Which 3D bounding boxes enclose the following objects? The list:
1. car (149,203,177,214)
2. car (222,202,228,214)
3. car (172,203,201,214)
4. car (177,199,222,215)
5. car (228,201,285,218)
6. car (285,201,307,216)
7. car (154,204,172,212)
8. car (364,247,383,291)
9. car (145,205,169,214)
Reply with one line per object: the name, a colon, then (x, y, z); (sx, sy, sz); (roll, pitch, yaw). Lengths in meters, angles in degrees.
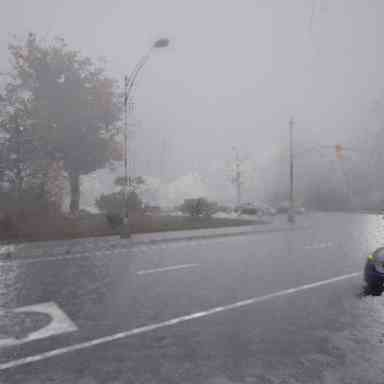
car: (-4.604, 2.406, 49.353); (2.097, 1.767, 4.553); (0, -3, -32)
car: (4.324, 1.991, 41.764); (2.128, 1.511, 4.902); (0, -3, -32)
car: (-0.951, 2.483, 50.123); (2.128, 1.511, 4.902); (0, -3, -32)
car: (0.849, 1.761, 40.709); (2.150, 2.045, 5.566); (0, -3, -32)
car: (6.156, 1.675, 32.312); (2.128, 1.511, 4.902); (0, -2, -32)
car: (9.334, 1.668, 33.818); (2.128, 1.511, 4.902); (0, -1, -34)
car: (-6.251, 3.443, 71.776); (2.097, 1.767, 4.553); (0, -3, -32)
car: (5.938, 1.571, 7.822); (4.181, 1.385, 1.994); (0, 0, -34)
car: (-6.303, 3.058, 58.664); (2.033, 1.411, 5.357); (0, -3, -32)
